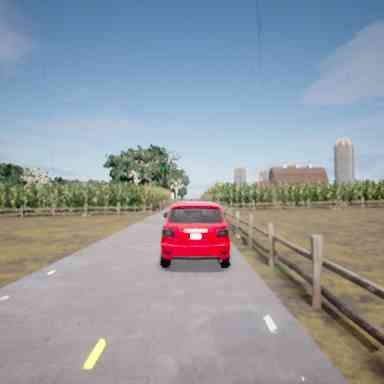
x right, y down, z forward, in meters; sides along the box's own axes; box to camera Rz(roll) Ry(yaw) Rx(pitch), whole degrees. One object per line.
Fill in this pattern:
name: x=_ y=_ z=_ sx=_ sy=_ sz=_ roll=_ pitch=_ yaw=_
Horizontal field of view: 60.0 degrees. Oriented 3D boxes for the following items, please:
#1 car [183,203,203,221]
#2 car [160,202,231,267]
car: x=0.126 y=1.870 z=32.748 sx=1.837 sy=1.490 sz=4.892 roll=0 pitch=0 yaw=0
car: x=0.108 y=1.366 z=12.095 sx=2.150 sy=2.045 sz=5.566 roll=0 pitch=0 yaw=0
